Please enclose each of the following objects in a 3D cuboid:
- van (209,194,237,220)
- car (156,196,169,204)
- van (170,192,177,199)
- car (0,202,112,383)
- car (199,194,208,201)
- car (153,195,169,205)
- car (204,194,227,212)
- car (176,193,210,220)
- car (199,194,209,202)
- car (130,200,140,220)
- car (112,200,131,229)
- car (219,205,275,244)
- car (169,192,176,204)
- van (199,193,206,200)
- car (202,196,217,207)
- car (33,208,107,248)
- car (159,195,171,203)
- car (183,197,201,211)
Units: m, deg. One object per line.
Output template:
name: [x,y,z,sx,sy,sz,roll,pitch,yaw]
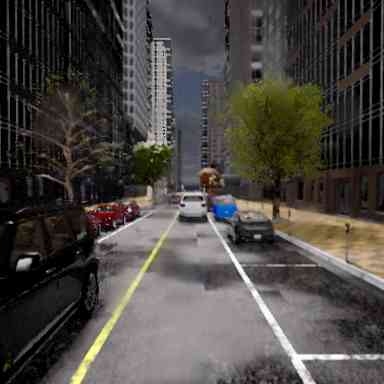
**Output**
van: [2.554,1.242,26.467,1.690,1.788,3.998,-1,0,0]
car: [-5.320,1.362,60.329,1.802,1.307,4.206,-1,0,0]
van: [-5.320,1.004,94.220,1.690,1.788,3.998,-1,0,0]
car: [-2.849,1.204,4.370,2.150,2.045,5.566,0,0,0]
car: [2.561,1.266,77.306,1.887,1.381,4.507,-1,0,0]
car: [-5.321,1.351,54.680,2.008,1.369,4.403,-1,0,0]
car: [2.554,1.176,37.764,2.192,1.841,5.009,-1,0,0]
car: [0.084,1.121,27.134,2.150,2.045,5.566,0,0,0]
car: [2.559,1.181,71.657,1.967,1.590,4.097,-1,0,0]
car: [-5.325,1.341,26.437,1.967,1.590,4.097,-1,0,0]
car: [-5.326,1.466,20.790,1.887,1.381,4.507,-1,0,0]
car: [2.556,1.493,15.171,2.008,1.369,4.403,-1,0,0]
car: [-2.789,1.147,56.095,2.097,1.767,4.553,0,0,0]
van: [2.558,1.043,82.954,1.690,1.788,3.998,-1,0,0]
car: [2.559,1.365,49.062,1.887,1.381,4.507,-1,0,0]
car: [-5.324,1.524,15.141,1.802,1.307,4.206,-1,0,0]
car: [-5.320,1.305,65.977,1.887,1.381,4.507,-1,0,0]
car: [0.047,1.402,39.554,2.033,1.411,5.357,0,0,1]
